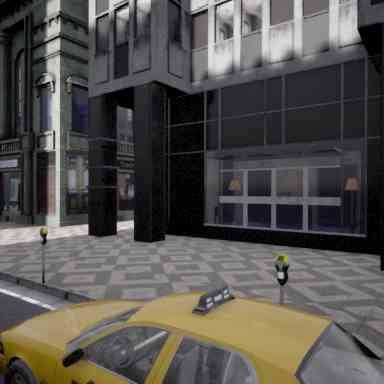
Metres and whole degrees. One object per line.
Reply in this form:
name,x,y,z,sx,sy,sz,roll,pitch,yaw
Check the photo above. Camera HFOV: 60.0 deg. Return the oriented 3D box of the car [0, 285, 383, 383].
car,-0.021,1.525,2.979,4.829,1.417,1.752,0,0,36
